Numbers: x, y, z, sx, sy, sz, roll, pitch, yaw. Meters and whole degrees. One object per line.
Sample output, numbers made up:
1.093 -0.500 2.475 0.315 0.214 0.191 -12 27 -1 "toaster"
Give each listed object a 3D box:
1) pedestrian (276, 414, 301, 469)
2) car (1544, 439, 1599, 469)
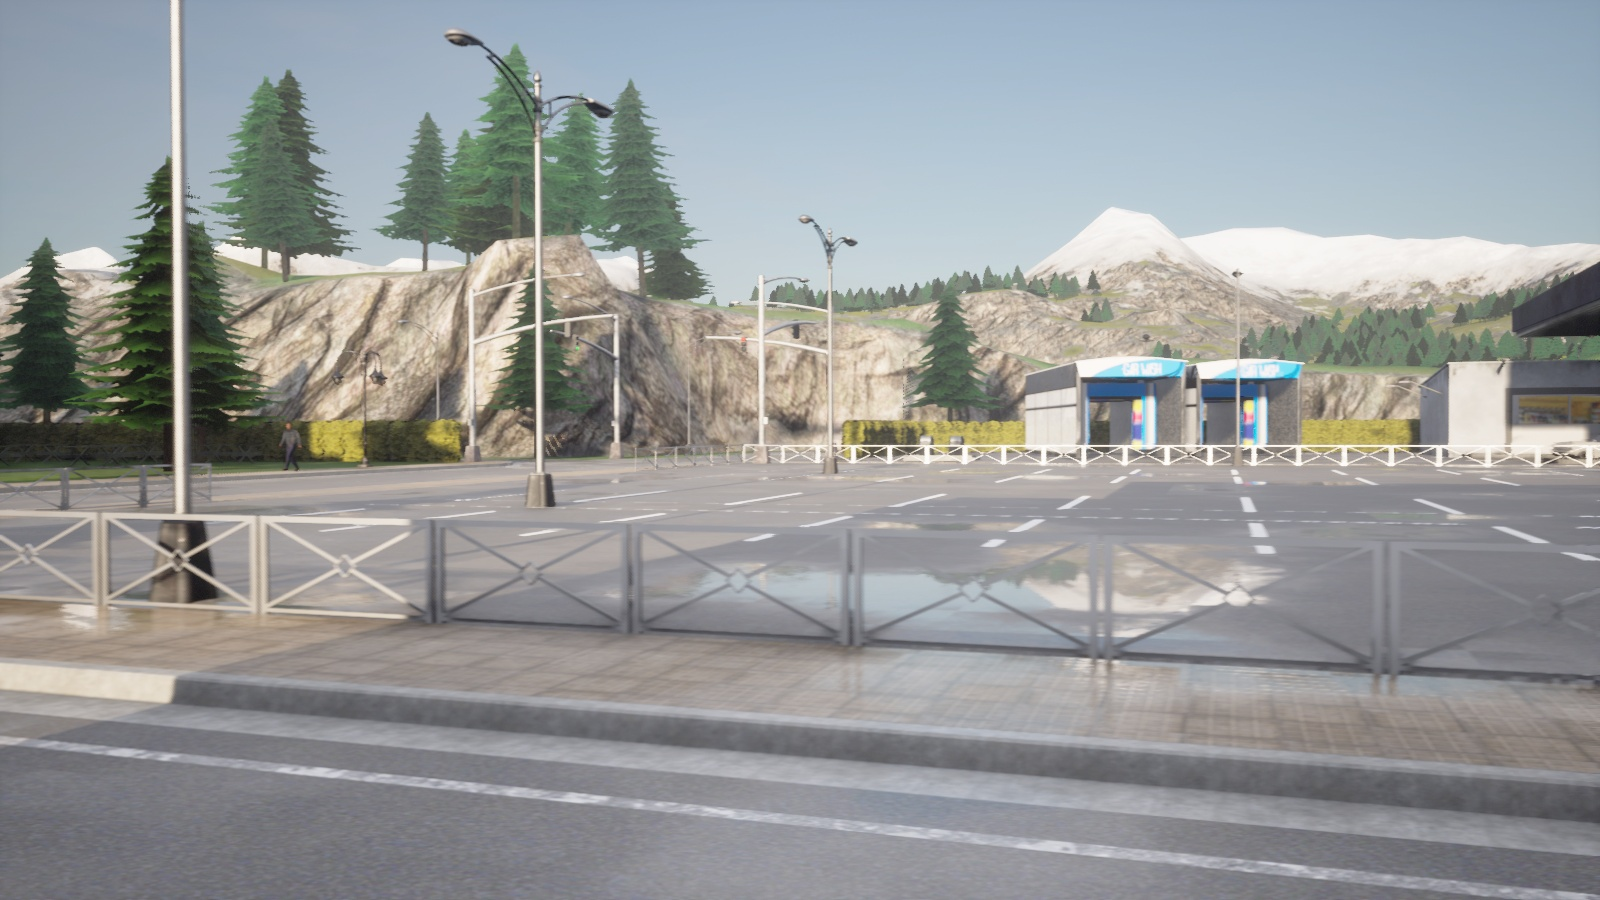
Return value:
-18.302 -0.291 44.944 0.423 1.949 0.788 0 1 16 "pedestrian"
36.759 0.167 57.034 4.718 1.301 1.895 0 1 4 "car"
